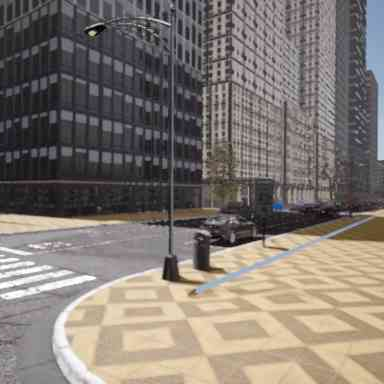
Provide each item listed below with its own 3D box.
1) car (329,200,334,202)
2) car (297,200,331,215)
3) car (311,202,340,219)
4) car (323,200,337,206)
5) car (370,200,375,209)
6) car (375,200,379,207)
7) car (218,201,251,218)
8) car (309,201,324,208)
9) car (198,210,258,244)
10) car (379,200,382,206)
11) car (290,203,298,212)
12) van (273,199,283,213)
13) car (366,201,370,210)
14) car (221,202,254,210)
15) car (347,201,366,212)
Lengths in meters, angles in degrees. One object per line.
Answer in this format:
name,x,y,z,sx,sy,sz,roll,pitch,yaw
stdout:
car,20.624,2.236,49.355,1.994,1.385,4.181,1,0,35
car,15.351,2.128,41.678,2.033,1.411,5.357,1,0,35
car,14.803,2.124,36.289,1.947,1.339,4.313,0,-1,35
car,30.474,2.432,73.499,1.947,1.339,4.313,0,-1,35
car,30.912,2.275,59.451,1.967,1.590,4.097,0,-1,35
car,34.133,2.455,64.082,1.947,1.339,4.313,0,-1,35
car,4.707,1.864,36.451,1.967,1.590,4.097,0,-1,35
car,24.032,2.338,64.236,1.802,1.307,4.206,0,-1,35
car,2.023,1.886,17.688,2.008,1.369,4.403,0,-1,35
car,41.026,2.533,74.573,1.812,1.442,4.674,1,0,35
car,15.291,2.180,46.943,1.994,1.385,4.181,1,0,35
van,11.149,1.877,45.714,1.690,1.788,3.998,0,-1,35
car,27.689,2.362,54.818,1.802,1.307,4.206,0,-1,35
car,4.262,1.908,31.252,1.837,1.490,4.892,1,0,35
car,24.468,2.291,50.186,1.947,1.339,4.313,0,-1,35
